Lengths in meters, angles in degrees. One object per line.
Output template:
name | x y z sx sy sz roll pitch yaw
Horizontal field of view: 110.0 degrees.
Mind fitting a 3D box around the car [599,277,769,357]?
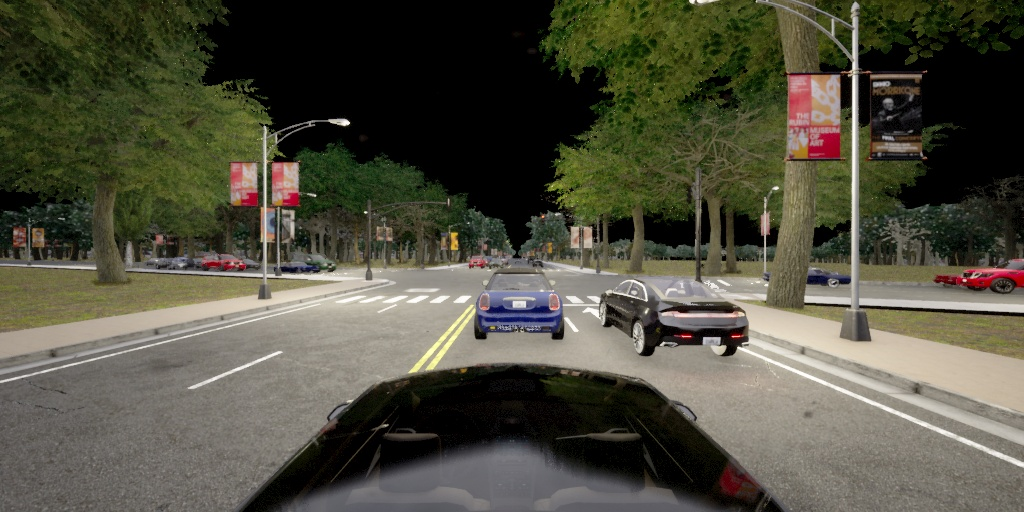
car | 3.429 1.241 8.562 2.128 1.511 4.902 0 0 0

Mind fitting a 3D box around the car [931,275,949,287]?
car | 31.483 1.537 23.686 4.718 1.301 1.895 0 0 24

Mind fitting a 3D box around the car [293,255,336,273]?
car | -22.419 0.857 40.404 5.566 2.045 2.150 0 0 24

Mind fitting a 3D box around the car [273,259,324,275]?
car | -21.982 1.247 36.618 4.718 1.301 1.895 0 0 24

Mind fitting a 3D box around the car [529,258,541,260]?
car | 4.429 1.263 63.690 1.837 1.490 4.892 0 0 1

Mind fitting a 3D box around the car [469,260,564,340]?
car | 0.192 1.102 10.150 2.097 1.767 4.553 0 0 1

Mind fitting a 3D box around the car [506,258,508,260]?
car | -2.205 1.359 64.886 1.895 1.301 4.718 0 0 1

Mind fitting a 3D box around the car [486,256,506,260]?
car | -2.397 1.108 55.895 2.097 1.767 4.553 0 0 1

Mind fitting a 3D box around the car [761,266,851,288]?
car | 20.395 1.478 25.071 4.718 1.301 1.895 0 0 24

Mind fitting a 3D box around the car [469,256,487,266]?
car | -5.626 0.978 57.962 2.150 2.045 5.566 0 0 1

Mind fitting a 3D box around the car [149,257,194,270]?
car | -44.264 1.021 46.614 4.902 1.511 2.128 0 0 24

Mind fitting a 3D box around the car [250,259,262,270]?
car | -34.039 1.079 45.600 4.892 1.490 1.837 0 0 24

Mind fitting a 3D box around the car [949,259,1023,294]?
car | 30.130 1.159 20.728 5.566 2.045 2.150 0 0 24

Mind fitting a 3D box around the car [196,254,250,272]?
car | -33.763 0.807 41.907 5.566 2.045 2.150 0 0 24
